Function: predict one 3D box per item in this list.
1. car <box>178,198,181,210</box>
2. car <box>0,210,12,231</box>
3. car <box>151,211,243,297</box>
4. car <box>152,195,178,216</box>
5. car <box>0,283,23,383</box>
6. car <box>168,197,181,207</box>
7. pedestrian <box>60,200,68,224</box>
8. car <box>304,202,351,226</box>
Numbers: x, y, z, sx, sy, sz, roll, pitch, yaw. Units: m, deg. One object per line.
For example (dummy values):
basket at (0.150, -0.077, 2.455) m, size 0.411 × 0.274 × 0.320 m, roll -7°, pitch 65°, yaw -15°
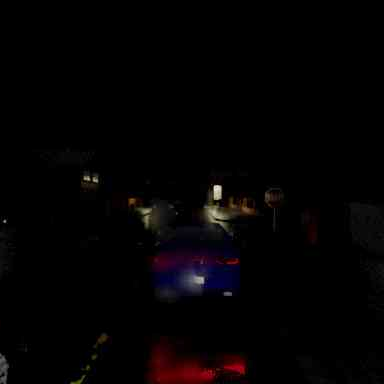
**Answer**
car at (-2.814, 1.424, 45.231) m, size 2.150 × 2.045 × 5.566 m, roll 0°, pitch -1°, yaw 0°
car at (-13.529, 1.375, 19.273) m, size 5.566 × 2.045 × 2.150 m, roll -1°, pitch -2°, yaw 1°
car at (0.105, 1.492, 8.652) m, size 1.882 × 1.535 × 5.008 m, roll 0°, pitch 0°, yaw 0°
car at (-2.810, 1.468, 33.925) m, size 2.097 × 1.767 × 4.553 m, roll 0°, pitch 0°, yaw 0°
car at (-2.848, 1.493, 1.833) m, size 2.128 × 1.511 × 4.902 m, roll 0°, pitch 0°, yaw 0°
car at (-3.057, 1.684, 57.689) m, size 2.097 × 1.767 × 4.553 m, roll 0°, pitch -1°, yaw -3°
pedestrian at (-9.641, 1.454, 25.094) m, size 0.375 × 1.860 × 0.375 m, roll 0°, pitch -1°, yaw 1°
car at (9.949, 1.444, 21.897) m, size 4.902 × 1.511 × 2.128 m, roll -1°, pitch -2°, yaw 1°
